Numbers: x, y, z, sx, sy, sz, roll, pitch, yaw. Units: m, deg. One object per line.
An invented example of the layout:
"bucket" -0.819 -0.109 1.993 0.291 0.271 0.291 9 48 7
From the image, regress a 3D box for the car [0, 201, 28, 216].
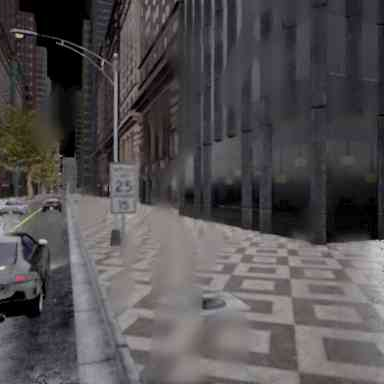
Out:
"car" -16.535 1.484 30.980 1.895 1.301 4.718 0 0 -21

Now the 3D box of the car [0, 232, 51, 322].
"car" -4.105 1.536 7.005 1.994 1.385 4.181 0 0 -21

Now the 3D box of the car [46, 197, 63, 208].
"car" -18.934 1.405 45.907 2.033 1.411 5.357 0 0 -21

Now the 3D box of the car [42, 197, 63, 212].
"car" -15.175 1.383 36.196 1.837 1.490 4.892 0 0 -21
